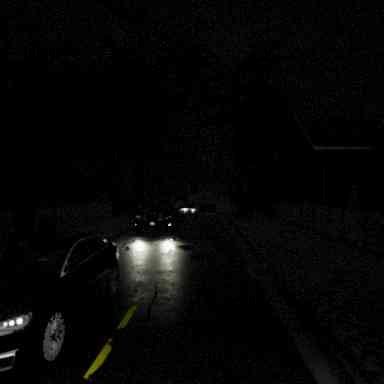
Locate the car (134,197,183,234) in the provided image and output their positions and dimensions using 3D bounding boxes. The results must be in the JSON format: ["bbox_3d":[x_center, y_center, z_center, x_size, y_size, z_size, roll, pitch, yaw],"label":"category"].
[{"bbox_3d":[-1.987,1.345,20.416,2.150,2.045,5.566,0,-1,3],"label":"car"}]

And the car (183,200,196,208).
[{"bbox_3d":[-0.427,1.952,54.085,1.994,1.385,4.181,0,-1,3],"label":"car"}]

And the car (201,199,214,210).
[{"bbox_3d":[2.391,1.842,51.351,1.882,1.535,5.008,0,-1,3],"label":"car"}]

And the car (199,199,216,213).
[{"bbox_3d":[1.929,1.753,41.315,1.882,1.535,5.008,0,0,3],"label":"car"}]

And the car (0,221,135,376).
[{"bbox_3d":[-2.665,1.528,5.960,2.128,1.511,4.902,0,0,3],"label":"car"}]
